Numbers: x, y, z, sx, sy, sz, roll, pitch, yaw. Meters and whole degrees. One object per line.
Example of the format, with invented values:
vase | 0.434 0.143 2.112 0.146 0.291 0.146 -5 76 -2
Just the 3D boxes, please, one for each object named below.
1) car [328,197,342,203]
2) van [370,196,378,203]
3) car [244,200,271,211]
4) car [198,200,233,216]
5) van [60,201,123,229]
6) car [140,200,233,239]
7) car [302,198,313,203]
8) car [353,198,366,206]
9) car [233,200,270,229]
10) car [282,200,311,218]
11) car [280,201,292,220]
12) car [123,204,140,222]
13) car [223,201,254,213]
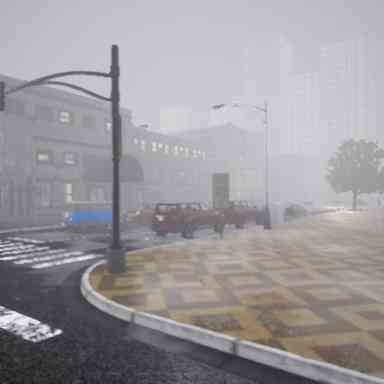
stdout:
car | 34.511 2.020 81.433 2.008 1.369 4.403 -1 -1 35
van | 44.542 1.753 81.108 1.690 1.788 3.998 -1 -1 35
car | 8.983 1.826 45.360 2.008 1.369 4.403 -1 -1 35
car | 2.600 1.673 36.343 1.967 1.590 4.097 -1 -1 35
van | -6.974 1.517 22.816 1.690 1.788 3.998 -1 -1 35
car | -0.133 1.407 17.978 2.192 1.841 5.009 -1 -1 35
car | 21.747 1.920 63.397 2.008 1.369 4.403 -1 -1 35
car | 31.780 1.860 63.068 2.008 1.369 4.403 -1 -1 35
car | 3.058 1.425 22.487 2.192 1.841 5.009 -1 -1 35
car | 9.443 1.715 31.503 1.947 1.339 4.313 -1 -1 35
car | 6.252 1.674 26.994 1.887 1.381 4.507 -1 -1 35
car | -3.782 1.635 27.324 1.967 1.590 4.097 -1 -1 35
car | 5.791 1.805 40.850 2.008 1.369 4.403 -1 -1 35
